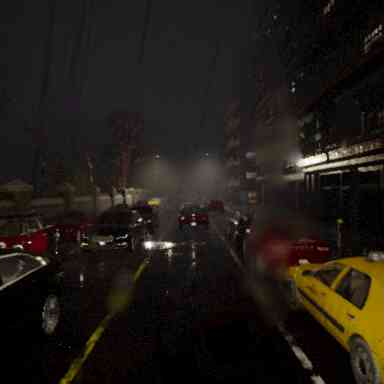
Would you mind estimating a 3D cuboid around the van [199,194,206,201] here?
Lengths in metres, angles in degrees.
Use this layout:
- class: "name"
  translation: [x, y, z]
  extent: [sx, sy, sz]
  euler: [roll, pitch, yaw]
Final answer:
- class: "van"
  translation: [2.688, 1.448, 87.765]
  extent: [1.690, 1.788, 3.998]
  euler: [0, 0, 0]

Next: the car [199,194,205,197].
- class: "car"
  translation: [2.688, 1.505, 60.089]
  extent: [1.967, 1.590, 4.097]
  euler: [0, 0, 0]

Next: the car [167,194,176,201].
- class: "car"
  translation: [-5.692, 1.432, 93.300]
  extent: [2.192, 1.841, 5.009]
  euler: [0, 0, 0]

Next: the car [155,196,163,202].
- class: "car"
  translation: [-5.692, 1.576, 48.848]
  extent: [1.752, 1.417, 4.829]
  euler: [0, 0, 0]

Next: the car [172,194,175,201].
- class: "car"
  translation: [-5.693, 1.405, 76.694]
  extent: [2.192, 1.841, 5.009]
  euler: [0, 0, 0]

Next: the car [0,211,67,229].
- class: "car"
  translation: [-5.694, 1.449, 10.272]
  extent: [1.967, 1.590, 4.097]
  euler: [0, 0, 0]

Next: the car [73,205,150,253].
- class: "car"
  translation: [-3.085, 1.518, 13.846]
  extent: [1.837, 1.490, 4.892]
  euler: [0, 0, 0]

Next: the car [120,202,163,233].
- class: "car"
  translation: [-3.001, 1.544, 19.911]
  extent: [1.812, 1.442, 4.674]
  euler: [0, 0, 0]

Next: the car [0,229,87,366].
- class: "car"
  translation: [-3.092, 1.496, 3.809]
  extent: [2.128, 1.511, 4.902]
  euler: [0, 0, 0]

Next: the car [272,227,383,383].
- class: "car"
  translation: [2.686, 1.529, 4.907]
  extent: [1.752, 1.417, 4.829]
  euler: [0, 0, 0]

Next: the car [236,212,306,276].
- class: "car"
  translation: [2.686, 1.553, 10.272]
  extent: [1.887, 1.381, 4.507]
  euler: [0, 0, 0]

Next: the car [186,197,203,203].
- class: "car"
  translation: [0.099, 1.643, 43.355]
  extent: [1.895, 1.301, 4.718]
  euler: [0, 0, 0]

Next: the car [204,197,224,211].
- class: "car"
  translation: [2.688, 1.581, 37.948]
  extent: [1.887, 1.381, 4.507]
  euler: [0, 0, 0]

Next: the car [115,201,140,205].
- class: "car"
  translation: [-5.693, 1.607, 26.877]
  extent: [1.802, 1.307, 4.206]
  euler: [0, 0, 0]

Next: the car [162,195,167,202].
- class: "car"
  translation: [-5.692, 1.609, 54.554]
  extent: [2.008, 1.369, 4.403]
  euler: [0, 0, 0]

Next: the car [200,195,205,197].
- class: "car"
  translation: [2.688, 1.623, 54.554]
  extent: [1.947, 1.339, 4.313]
  euler: [0, 0, 0]

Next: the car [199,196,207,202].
- class: "car"
  translation: [2.689, 1.664, 82.229]
  extent: [1.947, 1.339, 4.313]
  euler: [0, 0, 0]

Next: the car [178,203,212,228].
- class: "car"
  translation: [0.100, 1.620, 22.197]
  extent: [1.895, 1.301, 4.718]
  euler: [0, 0, 0]

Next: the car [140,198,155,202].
- class: "car"
  translation: [-5.692, 1.619, 37.948]
  extent: [1.802, 1.307, 4.206]
  euler: [0, 0, 0]

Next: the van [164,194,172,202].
- class: "van"
  translation: [-5.693, 1.423, 71.158]
  extent: [1.690, 1.788, 3.998]
  euler: [0, 0, 0]

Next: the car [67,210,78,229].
- class: "car"
  translation: [-5.694, 1.559, 15.807]
  extent: [1.887, 1.381, 4.507]
  euler: [0, 0, 0]

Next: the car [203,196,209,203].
- class: "car"
  translation: [2.688, 1.587, 43.483]
  extent: [1.887, 1.381, 4.507]
  euler: [0, 0, 0]

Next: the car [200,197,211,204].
- class: "car"
  translation: [2.688, 1.639, 65.624]
  extent: [1.947, 1.339, 4.313]
  euler: [0, 0, 0]

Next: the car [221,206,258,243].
- class: "car"
  translation: [2.687, 1.564, 15.808]
  extent: [2.008, 1.369, 4.403]
  euler: [0, 0, 0]
